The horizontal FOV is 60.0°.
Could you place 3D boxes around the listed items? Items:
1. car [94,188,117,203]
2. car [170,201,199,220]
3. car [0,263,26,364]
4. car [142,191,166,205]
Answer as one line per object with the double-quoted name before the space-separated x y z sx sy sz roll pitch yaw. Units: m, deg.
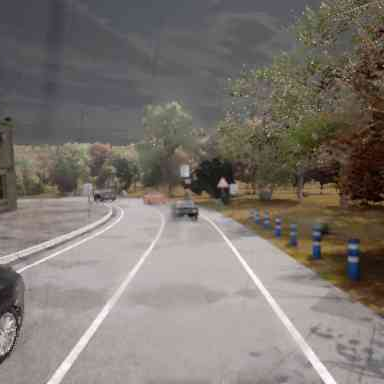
"car" -13.524 0.502 51.470 2.150 2.045 5.566 -4 2 -32
"car" -0.676 1.329 25.630 1.895 1.301 4.718 -1 2 -7
"car" -3.359 1.499 2.993 1.837 1.490 4.892 0 0 0
"car" -4.869 0.634 41.834 2.097 1.767 4.553 -3 2 -20
